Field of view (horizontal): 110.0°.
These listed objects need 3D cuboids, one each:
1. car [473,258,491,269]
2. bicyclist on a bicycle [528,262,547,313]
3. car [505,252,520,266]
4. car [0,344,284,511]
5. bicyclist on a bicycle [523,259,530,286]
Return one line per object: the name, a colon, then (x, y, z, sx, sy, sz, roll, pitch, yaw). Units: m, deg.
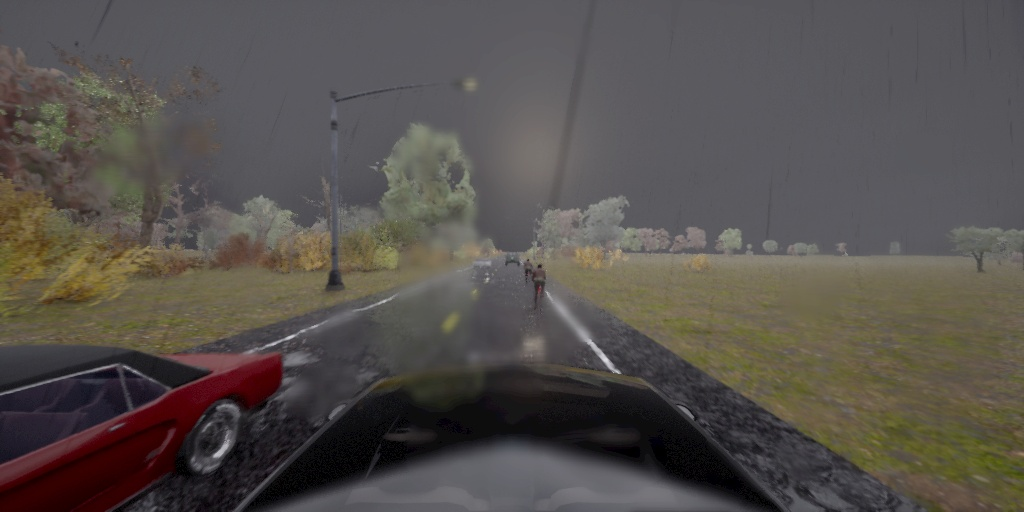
car: (-3.582, 0.892, 43.550, 1.895, 1.301, 4.718, 0, 1, 0)
bicyclist on a bicycle: (0.961, 1.091, 12.322, 0.582, 1.620, 1.656, 0, 0, 0)
car: (0.078, 0.382, 55.168, 2.150, 2.045, 5.566, 0, 1, 0)
car: (-3.599, 1.348, 1.939, 1.895, 1.301, 4.718, 0, 1, 0)
bicyclist on a bicycle: (0.960, 0.994, 21.268, 0.582, 1.620, 1.656, 0, 0, 0)
